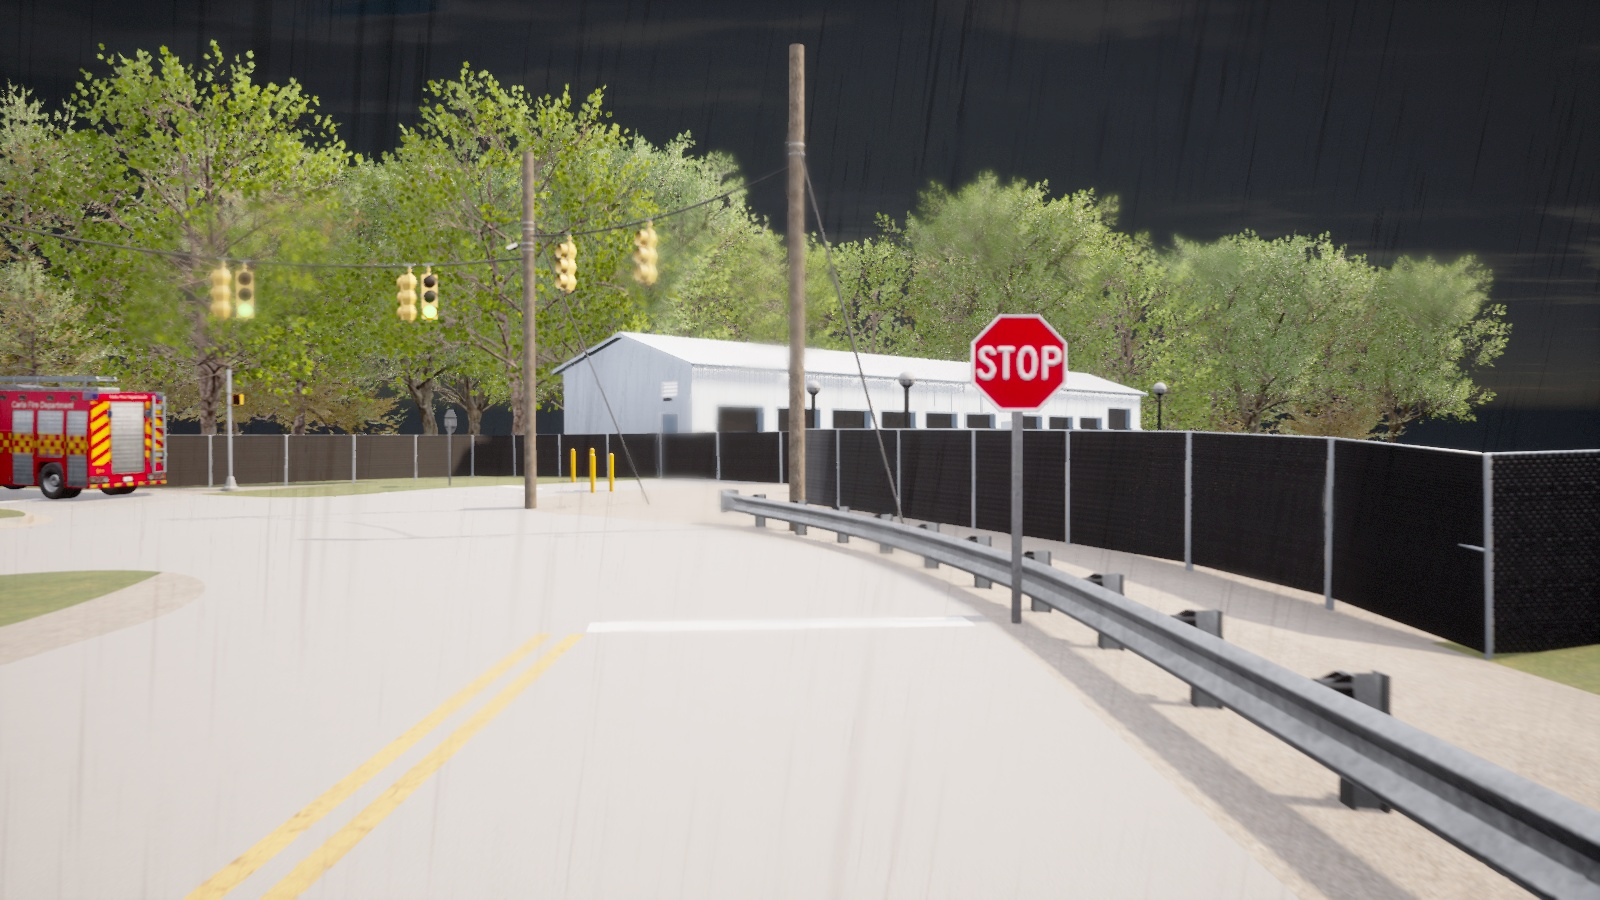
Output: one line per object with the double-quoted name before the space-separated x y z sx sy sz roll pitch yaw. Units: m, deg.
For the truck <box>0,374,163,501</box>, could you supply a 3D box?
"truck" -25.100 -0.513 40.871 8.468 3.827 2.891 1 2 21
